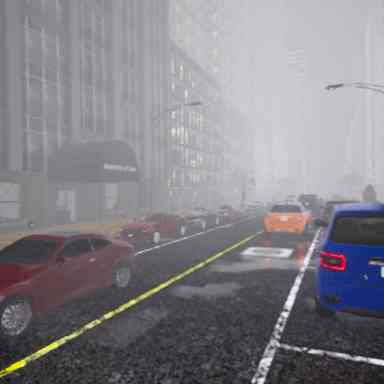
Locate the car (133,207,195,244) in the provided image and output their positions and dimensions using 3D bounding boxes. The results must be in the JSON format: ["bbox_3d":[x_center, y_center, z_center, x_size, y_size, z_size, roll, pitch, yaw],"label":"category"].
[{"bbox_3d":[-1.760,1.623,16.345,1.887,1.381,4.507,-1,0,23],"label":"car"}]

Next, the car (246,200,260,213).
[{"bbox_3d":[7.166,1.611,37.254,2.008,1.369,4.403,-1,0,23],"label":"car"}]

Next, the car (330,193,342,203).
[{"bbox_3d":[30.490,1.248,70.556,2.192,1.841,5.009,-1,0,23],"label":"car"}]

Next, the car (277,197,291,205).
[{"bbox_3d":[16.093,1.623,58.162,1.802,1.307,4.206,-1,0,23],"label":"car"}]

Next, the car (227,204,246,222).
[{"bbox_3d":[2.704,1.651,26.799,1.802,1.307,4.206,-1,0,23],"label":"car"}]

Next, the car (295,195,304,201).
[{"bbox_3d":[27.251,1.581,84.299,1.947,1.339,4.313,-1,0,23],"label":"car"}]

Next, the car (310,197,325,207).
[{"bbox_3d":[19.022,1.545,50.255,1.994,1.385,4.181,-1,0,23],"label":"car"}]

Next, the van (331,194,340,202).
[{"bbox_3d":[32.723,1.269,75.782,1.690,1.788,3.998,-1,0,23],"label":"van"}]

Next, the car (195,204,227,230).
[{"bbox_3d":[0.471,1.624,21.572,2.008,1.369,4.403,-1,0,23],"label":"car"}]

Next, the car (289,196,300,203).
[{"bbox_3d":[22.721,1.551,73.688,1.752,1.417,4.829,-1,0,23],"label":"car"}]

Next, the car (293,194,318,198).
[{"bbox_3d":[12.110,1.218,34.327,2.150,2.045,5.566,-1,0,23],"label":"car"}]

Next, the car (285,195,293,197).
[{"bbox_3d":[13.393,1.095,44.981,2.097,1.767,4.553,-1,0,23],"label":"car"}]

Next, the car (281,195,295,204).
[{"bbox_3d":[18.322,1.476,63.390,1.967,1.590,4.097,-1,0,23],"label":"car"}]

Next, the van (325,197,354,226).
[{"bbox_3d":[10.406,1.318,23.510,1.690,1.788,3.998,-1,0,23],"label":"van"}]

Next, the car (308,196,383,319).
[{"bbox_3d":[3.856,1.214,7.088,2.150,2.045,5.566,-1,0,23],"label":"car"}]

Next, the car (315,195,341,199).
[{"bbox_3d":[8.174,1.296,18.283,2.192,1.841,5.009,-1,0,23],"label":"car"}]

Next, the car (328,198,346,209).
[{"bbox_3d":[19.337,1.508,44.417,2.008,1.369,4.403,-1,0,23],"label":"car"}]

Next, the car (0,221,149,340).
[{"bbox_3d":[-2.946,1.582,6.960,1.812,1.442,4.674,-1,0,23],"label":"car"}]

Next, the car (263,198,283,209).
[{"bbox_3d":[11.629,1.601,47.708,2.008,1.369,4.403,-1,0,23],"label":"car"}]

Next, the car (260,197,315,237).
[{"bbox_3d":[5.381,1.362,18.310,2.097,1.767,4.553,-1,0,23],"label":"car"}]
